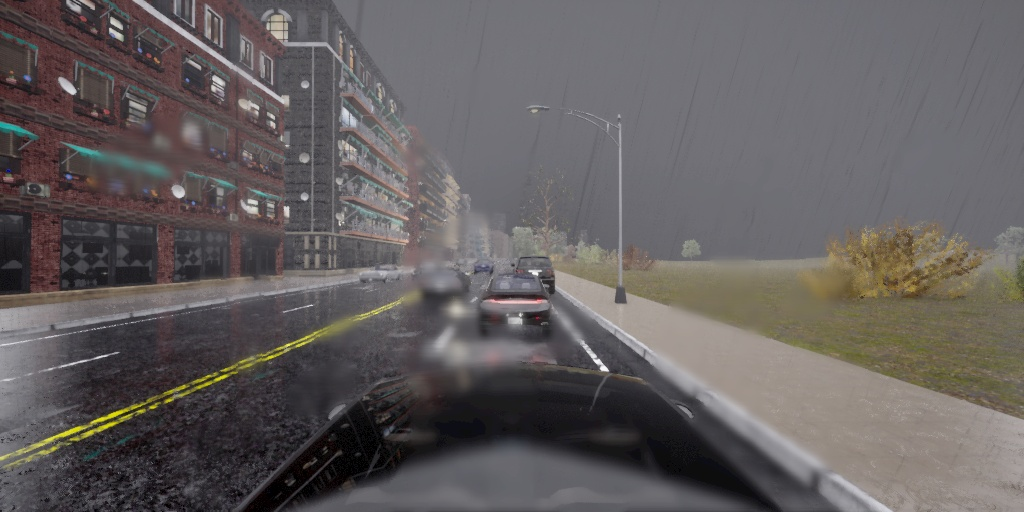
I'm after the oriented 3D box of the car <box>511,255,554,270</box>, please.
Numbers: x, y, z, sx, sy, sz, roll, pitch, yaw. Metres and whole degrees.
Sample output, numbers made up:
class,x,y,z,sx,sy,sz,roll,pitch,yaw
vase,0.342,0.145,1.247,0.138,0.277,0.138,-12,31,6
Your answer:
class,x,y,z,sx,sy,sz,roll,pitch,yaw
car,1.133,0.977,20.248,2.150,2.045,5.566,0,0,0

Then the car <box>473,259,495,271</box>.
class,x,y,z,sx,sy,sz,roll,pitch,yaw
car,-3.160,1.104,41.624,2.097,1.767,4.553,0,0,0

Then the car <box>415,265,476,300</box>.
class,x,y,z,sx,sy,sz,roll,pitch,yaw
car,-3.155,1.315,17.843,1.994,1.385,4.181,0,0,0

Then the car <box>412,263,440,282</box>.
class,x,y,z,sx,sy,sz,roll,pitch,yaw
car,-6.607,1.277,28.948,1.812,1.442,4.674,0,0,0

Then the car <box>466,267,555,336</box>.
class,x,y,z,sx,sy,sz,roll,pitch,yaw
car,0.098,1.243,10.378,2.128,1.511,4.902,0,0,0

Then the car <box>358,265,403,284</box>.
class,x,y,z,sx,sy,sz,roll,pitch,yaw
car,-9.857,1.353,27.209,1.895,1.301,4.718,0,0,0
